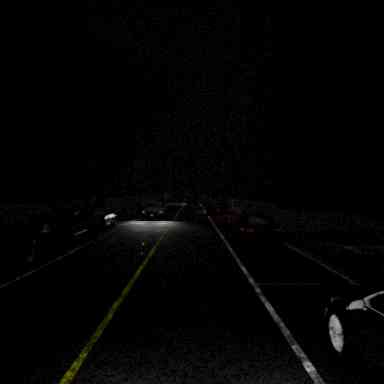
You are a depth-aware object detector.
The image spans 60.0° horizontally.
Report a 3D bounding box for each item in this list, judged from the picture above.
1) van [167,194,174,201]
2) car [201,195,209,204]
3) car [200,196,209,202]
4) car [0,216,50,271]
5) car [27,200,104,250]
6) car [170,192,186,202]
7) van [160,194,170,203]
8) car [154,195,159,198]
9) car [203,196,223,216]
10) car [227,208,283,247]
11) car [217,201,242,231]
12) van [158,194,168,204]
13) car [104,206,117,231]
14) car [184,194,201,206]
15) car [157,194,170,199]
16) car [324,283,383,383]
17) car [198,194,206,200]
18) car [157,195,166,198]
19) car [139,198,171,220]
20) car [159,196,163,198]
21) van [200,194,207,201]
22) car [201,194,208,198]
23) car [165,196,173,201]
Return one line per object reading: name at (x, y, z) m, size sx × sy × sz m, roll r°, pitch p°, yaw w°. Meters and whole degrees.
van at (-5.743, 1.343, 88.357) m, size 1.690 × 1.788 × 3.998 m, roll 0°, pitch 0°, yaw 0°
car at (2.773, 1.542, 48.621) m, size 2.008 × 1.369 × 4.403 m, roll 0°, pitch 0°, yaw 0°
car at (2.780, 1.542, 77.010) m, size 1.887 × 1.381 × 4.507 m, roll 0°, pitch 0°, yaw 0°
car at (-5.761, 1.562, 8.873) m, size 1.947 × 1.339 × 4.313 m, roll 0°, pitch 0°, yaw 0°
car at (-5.760, 1.309, 14.551) m, size 2.192 × 1.841 × 5.009 m, roll 0°, pitch 0°, yaw 0°
car at (-2.983, 1.059, 68.282) m, size 2.150 × 2.045 × 5.566 m, roll 0°, pitch 0°, yaw 0°
van at (-5.747, 1.336, 71.325) m, size 1.690 × 1.788 × 3.998 m, roll 0°, pitch 0°, yaw 0°
car at (-5.753, 1.516, 42.767) m, size 1.752 × 1.417 × 4.829 m, roll 0°, pitch 0°, yaw 0°
car at (2.368, 1.468, 32.645) m, size 1.882 × 1.535 × 5.008 m, roll 0°, pitch 0°, yaw 0°
car at (2.766, 1.576, 14.556) m, size 1.802 × 1.307 × 4.206 m, roll 0°, pitch 0°, yaw 0°
car at (2.767, 1.518, 20.404) m, size 1.752 × 1.417 × 4.829 m, roll 0°, pitch 0°, yaw 0°
van at (-5.748, 1.335, 65.648) m, size 1.690 × 1.788 × 3.998 m, roll 0°, pitch 0°, yaw 0°
car at (-5.758, 1.543, 20.228) m, size 2.008 × 1.369 × 4.403 m, roll 0°, pitch 0°, yaw 0°
car at (0.018, 1.497, 53.000) m, size 1.837 × 1.490 × 4.892 m, roll 0°, pitch 0°, yaw 0°
car at (-5.749, 1.308, 59.970) m, size 2.192 × 1.841 × 5.009 m, roll 0°, pitch 0°, yaw 0°
car at (2.763, 1.550, 3.201) m, size 2.008 × 1.369 × 4.403 m, roll 0°, pitch 0°, yaw 0°
car at (2.784, 1.446, 94.042) m, size 1.967 × 1.590 × 4.097 m, roll 0°, pitch 0°, yaw 0°
car at (-5.750, 1.574, 54.292) m, size 1.802 × 1.307 × 4.206 m, roll 0°, pitch 0°, yaw 0°
car at (-3.091, 1.516, 27.964) m, size 1.812 × 1.442 × 4.674 m, roll 0°, pitch 0°, yaw 0°
car at (-5.752, 1.573, 48.615) m, size 1.802 × 1.307 × 4.206 m, roll 0°, pitch 0°, yaw 0°
van at (2.781, 1.341, 82.687) m, size 1.690 × 1.788 × 3.998 m, roll 0°, pitch 0°, yaw 0°
car at (2.774, 1.432, 54.299) m, size 1.967 × 1.590 × 4.097 m, roll 0°, pitch 0°, yaw 0°
car at (-5.744, 1.581, 82.680) m, size 1.802 × 1.307 × 4.206 m, roll 0°, pitch 0°, yaw 0°
